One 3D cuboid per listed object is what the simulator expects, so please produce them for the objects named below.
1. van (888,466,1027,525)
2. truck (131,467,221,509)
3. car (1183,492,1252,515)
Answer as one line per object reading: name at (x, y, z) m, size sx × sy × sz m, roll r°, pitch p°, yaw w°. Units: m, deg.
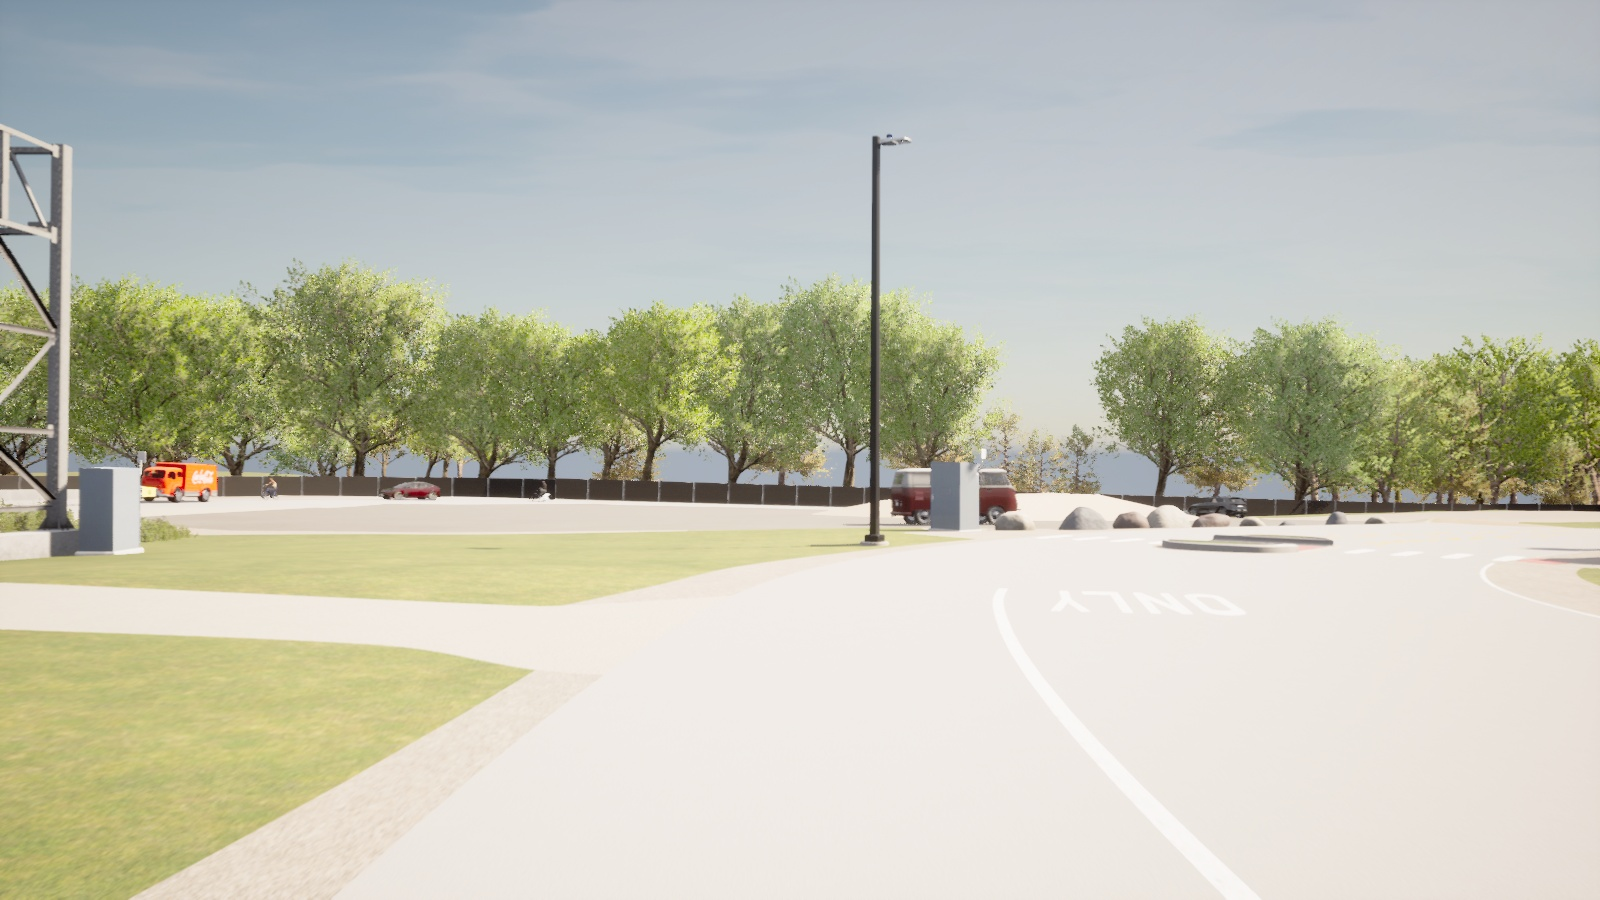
van at (5.456, 1.575, 43.772) m, size 4.442 × 1.987 × 1.775 m, roll 0°, pitch -2°, yaw -11°
truck at (-39.522, 2.377, 79.726) m, size 2.627 × 2.467 × 5.204 m, roll 2°, pitch -1°, yaw 6°
car at (30.960, 4.008, 93.267) m, size 2.033 × 1.649 × 4.856 m, roll 2°, pitch -3°, yaw -26°
